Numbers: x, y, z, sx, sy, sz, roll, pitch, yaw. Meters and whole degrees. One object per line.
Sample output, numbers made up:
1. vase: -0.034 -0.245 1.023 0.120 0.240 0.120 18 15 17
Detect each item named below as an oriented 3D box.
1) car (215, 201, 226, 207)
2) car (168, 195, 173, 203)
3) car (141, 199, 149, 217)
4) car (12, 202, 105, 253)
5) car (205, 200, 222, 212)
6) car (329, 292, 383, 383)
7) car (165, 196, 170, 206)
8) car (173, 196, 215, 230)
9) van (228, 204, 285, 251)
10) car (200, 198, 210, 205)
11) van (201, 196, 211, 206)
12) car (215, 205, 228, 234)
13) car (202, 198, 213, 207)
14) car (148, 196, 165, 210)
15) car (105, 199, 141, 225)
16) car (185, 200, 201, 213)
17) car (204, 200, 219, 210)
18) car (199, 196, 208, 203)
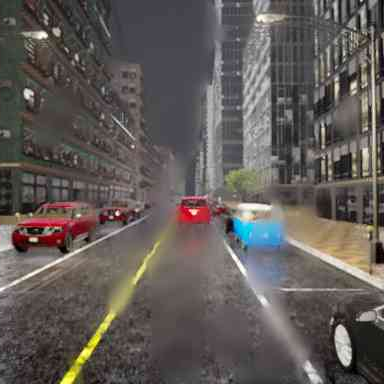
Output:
1. car: 2.714 1.765 31.352 1.802 1.307 4.206 1 0 0
2. car: -5.557 1.768 82.771 2.192 1.841 5.009 1 0 0
3. car: -5.630 1.625 31.489 1.967 1.590 4.097 1 0 0
4. car: -5.651 1.403 14.394 2.192 1.841 5.009 1 0 0
5. car: 2.730 1.811 42.748 1.947 1.339 4.313 1 0 0
6. car: 2.709 1.569 2.864 2.008 1.369 4.403 1 0 0
7. car: -5.594 1.902 59.978 1.947 1.339 4.313 1 0 0
8. car: 0.132 1.355 22.383 2.150 2.045 5.566 0 0 0
9. van: 2.738 1.427 14.261 1.690 1.788 3.998 1 0 0
10. car: 2.769 1.959 71.237 1.947 1.339 4.313 1 0 0
11. van: 2.766 1.705 65.540 1.690 1.788 3.998 1 0 0
12. car: 2.708 1.685 19.957 1.947 1.339 4.313 1 0 0
13. car: 2.754 1.879 59.842 1.887 1.381 4.507 1 0 0
14. car: -5.604 1.592 48.584 2.192 1.841 5.009 1 0 0
15. car: -5.635 1.468 25.790 2.192 1.841 5.009 1 0 0
16. car: 0.156 1.741 41.023 1.837 1.490 4.892 0 0 0
17. car: 2.738 1.841 48.447 1.947 1.339 4.313 1 0 0
18. car: 2.787 1.892 82.633 1.967 1.590 4.097 1 0 0
